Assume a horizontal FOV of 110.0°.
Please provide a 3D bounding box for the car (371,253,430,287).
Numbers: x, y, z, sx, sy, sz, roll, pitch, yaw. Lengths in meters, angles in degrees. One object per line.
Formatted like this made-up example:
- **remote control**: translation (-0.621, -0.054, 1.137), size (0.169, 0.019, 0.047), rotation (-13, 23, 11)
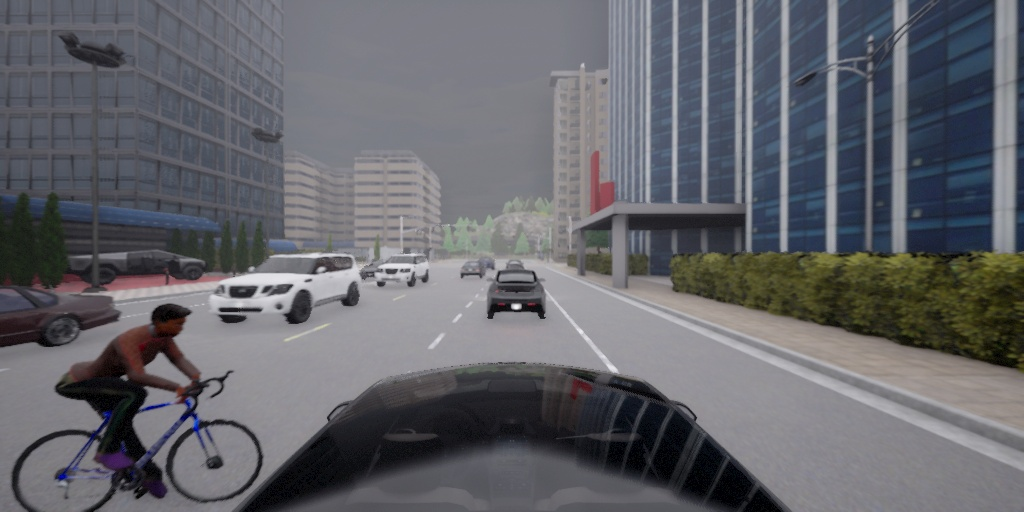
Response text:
- **car**: translation (-6.976, 0.842, 23.477), size (2.150, 2.045, 5.566), rotation (0, 0, 1)

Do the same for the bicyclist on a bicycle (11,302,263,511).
- **bicyclist on a bicycle**: translation (-2.854, 1.192, 2.795), size (1.656, 1.620, 0.582), rotation (1, 0, -12)

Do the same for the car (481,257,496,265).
- **car**: translation (-3.226, 0.862, 45.733), size (2.097, 1.767, 4.553), rotation (0, 0, 1)

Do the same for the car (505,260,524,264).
- **car**: translation (0.261, 1.089, 36.887), size (1.812, 1.442, 4.674), rotation (0, 0, 0)

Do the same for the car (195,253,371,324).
- **car**: translation (-7.056, 0.905, 12.065), size (2.150, 2.045, 5.566), rotation (0, 0, 0)

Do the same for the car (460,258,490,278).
- **car**: translation (-3.295, 1.136, 30.913), size (2.033, 1.411, 5.357), rotation (0, 0, 0)

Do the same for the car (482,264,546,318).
- **car**: translation (0.140, 1.196, 12.765), size (1.837, 1.490, 4.892), rotation (0, 0, 0)

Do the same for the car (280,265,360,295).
- **car**: translation (-10.426, 1.234, 19.946), size (1.895, 1.301, 4.718), rotation (0, 0, 1)

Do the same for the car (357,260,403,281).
- **car**: translation (-10.415, 1.091, 28.766), size (1.837, 1.490, 4.892), rotation (0, 0, 1)

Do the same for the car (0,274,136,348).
- **car**: translation (-10.584, 1.252, 6.415), size (2.033, 1.411, 5.357), rotation (0, 0, 0)
